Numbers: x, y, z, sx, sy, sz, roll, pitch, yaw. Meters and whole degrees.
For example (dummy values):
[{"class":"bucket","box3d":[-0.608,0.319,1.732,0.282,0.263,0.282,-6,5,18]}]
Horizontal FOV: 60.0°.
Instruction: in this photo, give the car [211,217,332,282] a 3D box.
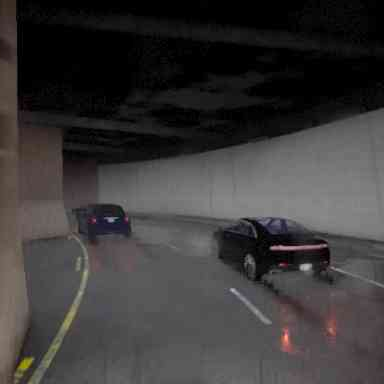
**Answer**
[{"class":"car","box3d":[1.987,1.473,9.787,2.128,1.511,4.902,0,0,-13]}]

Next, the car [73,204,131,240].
[{"class":"car","box3d":[-4.803,1.397,17.783,2.097,1.767,4.553,-1,0,-26]}]
